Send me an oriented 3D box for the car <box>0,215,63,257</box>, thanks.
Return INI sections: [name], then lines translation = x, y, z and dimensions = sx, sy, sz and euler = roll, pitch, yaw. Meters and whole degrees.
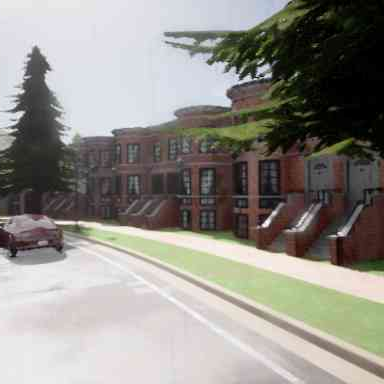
[car]
translation = -6.694, 1.663, 13.676
dimensions = 1.812, 1.442, 4.674
euler = 0, 0, -37
